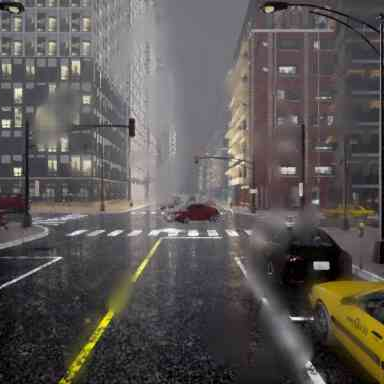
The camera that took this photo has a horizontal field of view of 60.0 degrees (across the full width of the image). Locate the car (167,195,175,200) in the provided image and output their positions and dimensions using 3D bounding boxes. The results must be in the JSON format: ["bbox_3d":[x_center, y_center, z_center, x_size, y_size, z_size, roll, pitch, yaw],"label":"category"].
[{"bbox_3d":[-5.688,1.599,92.174,2.008,1.369,4.403,0,0,0],"label":"car"}]

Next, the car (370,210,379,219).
[{"bbox_3d":[18.598,1.883,28.760,4.892,1.490,1.837,1,0,0],"label":"car"}]

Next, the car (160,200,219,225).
[{"bbox_3d":[0.054,1.552,24.372,4.674,1.442,1.812,1,-1,-45],"label":"car"}]

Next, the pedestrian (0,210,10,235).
[{"bbox_3d":[-9.188,1.144,16.347,0.375,1.860,0.375,0,0,0],"label":"pedestrian"}]

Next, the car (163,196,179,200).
[{"bbox_3d":[-3.118,1.557,43.281,2.033,1.411,5.357,0,0,-4],"label":"car"}]

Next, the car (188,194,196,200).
[{"bbox_3d":[0.002,1.547,73.613,1.812,1.442,4.674,0,0,0],"label":"car"}]

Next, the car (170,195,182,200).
[{"bbox_3d":[-3.082,1.580,53.301,1.994,1.385,4.181,0,0,1],"label":"car"}]

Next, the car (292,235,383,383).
[{"bbox_3d":[2.693,1.525,3.478,1.752,1.417,4.829,0,0,0],"label":"car"}]

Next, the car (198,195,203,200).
[{"bbox_3d":[2.692,1.574,63.931,2.008,1.369,4.403,0,0,0],"label":"car"}]

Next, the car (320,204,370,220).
[{"bbox_3d":[14.644,1.837,31.331,4.829,1.417,1.752,1,-1,0],"label":"car"}]

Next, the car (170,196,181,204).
[{"bbox_3d":[-3.053,1.528,63.716,1.837,1.490,4.892,0,0,0],"label":"car"}]

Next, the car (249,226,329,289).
[{"bbox_3d":[2.692,1.566,8.991,1.947,1.339,4.313,0,0,0],"label":"car"}]

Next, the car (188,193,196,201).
[{"bbox_3d":[0.002,1.227,83.585,2.097,1.767,4.553,0,0,0],"label":"car"}]

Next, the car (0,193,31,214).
[{"bbox_3d":[-17.692,1.030,31.053,5.009,1.841,2.192,1,-1,0],"label":"car"}]

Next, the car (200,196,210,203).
[{"bbox_3d":[2.693,1.578,69.579,2.008,1.369,4.403,0,0,0],"label":"car"}]

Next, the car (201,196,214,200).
[{"bbox_3d":[2.742,1.596,51.014,1.802,1.307,4.206,0,0,0],"label":"car"}]
